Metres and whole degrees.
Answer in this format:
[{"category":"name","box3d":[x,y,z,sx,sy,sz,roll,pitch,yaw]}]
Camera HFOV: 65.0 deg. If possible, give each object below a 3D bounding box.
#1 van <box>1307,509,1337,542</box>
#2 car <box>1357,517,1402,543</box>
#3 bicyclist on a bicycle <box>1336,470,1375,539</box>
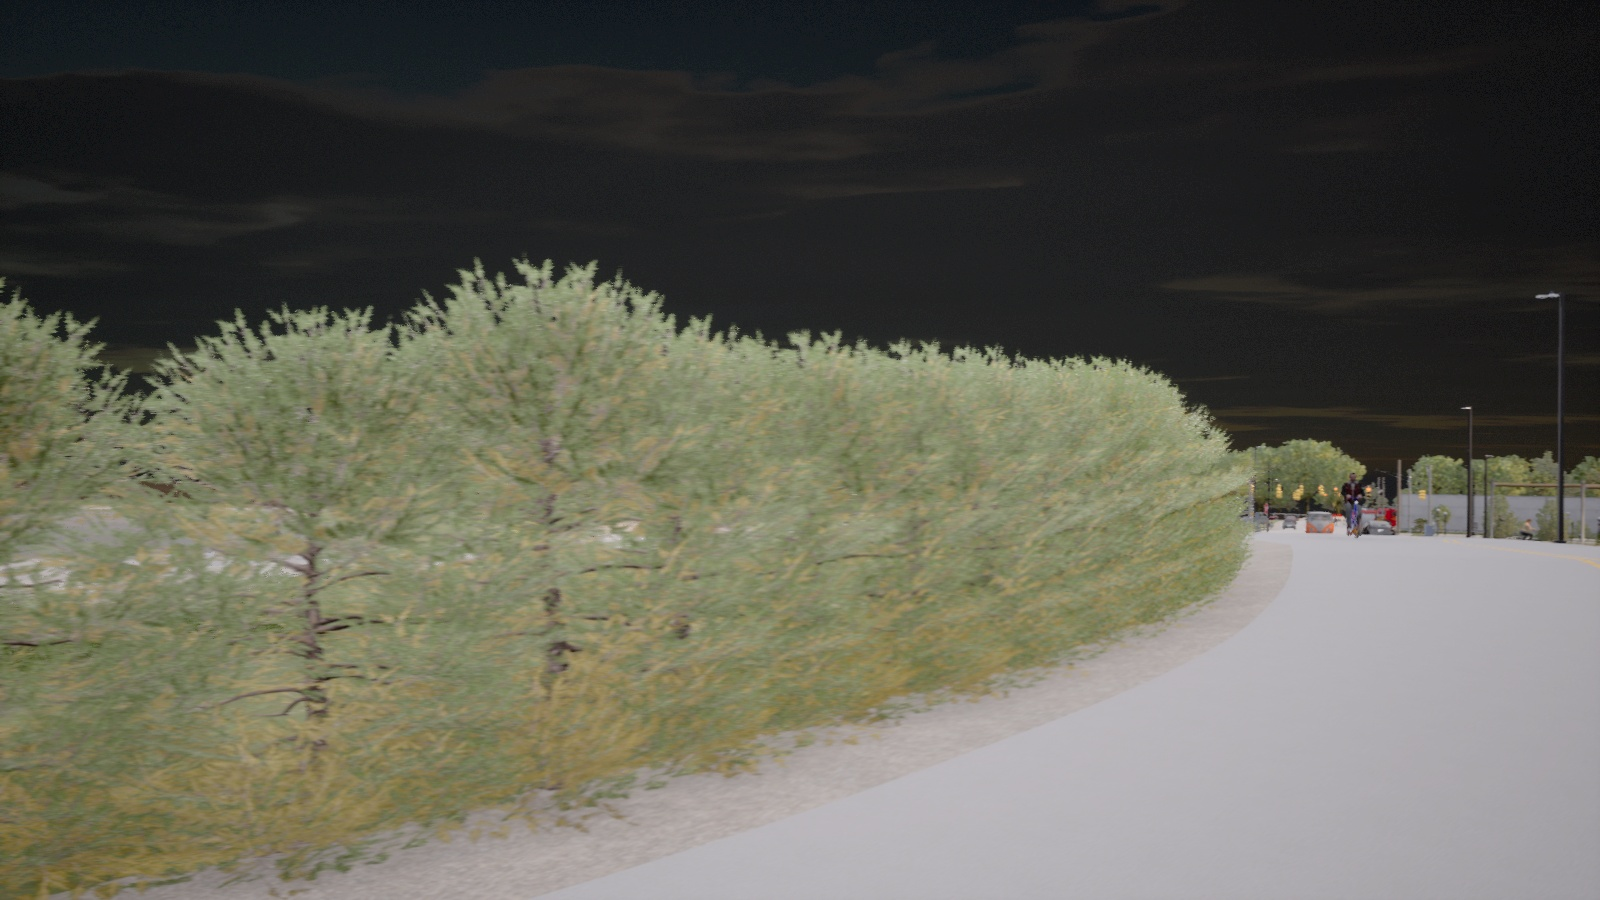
[{"category":"van","box3d":[35.279,5.104,84.880,1.775,1.987,4.442,0,-5,22]},{"category":"car","box3d":[38.331,5.323,83.194,2.163,1.488,4.792,1,-5,18]},{"category":"bicyclist on a bicycle","box3d":[14.746,1.424,33.377,0.659,1.776,1.843,1,-1,15]}]
